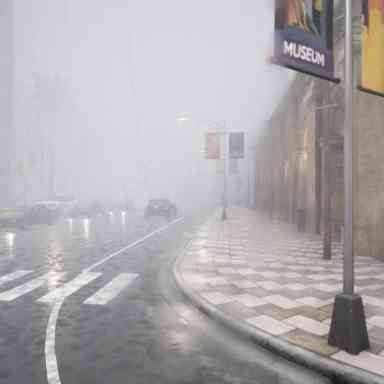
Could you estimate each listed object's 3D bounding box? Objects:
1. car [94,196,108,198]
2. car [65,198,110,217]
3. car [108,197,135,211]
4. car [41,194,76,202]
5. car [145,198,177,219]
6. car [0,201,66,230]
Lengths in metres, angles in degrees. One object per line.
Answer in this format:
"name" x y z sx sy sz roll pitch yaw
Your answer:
"car" -11.711 1.352 42.334 2.097 1.767 4.553 0 0 7
"car" -9.569 1.525 30.936 1.812 1.442 4.674 0 0 7
"car" -8.377 1.525 40.753 1.812 1.442 4.674 0 0 7
"car" -12.962 1.221 32.085 2.150 2.045 5.566 0 0 7
"car" -2.639 1.340 29.109 2.097 1.767 4.553 0 0 7
"car" -10.643 1.547 21.569 2.033 1.411 5.357 0 0 6
